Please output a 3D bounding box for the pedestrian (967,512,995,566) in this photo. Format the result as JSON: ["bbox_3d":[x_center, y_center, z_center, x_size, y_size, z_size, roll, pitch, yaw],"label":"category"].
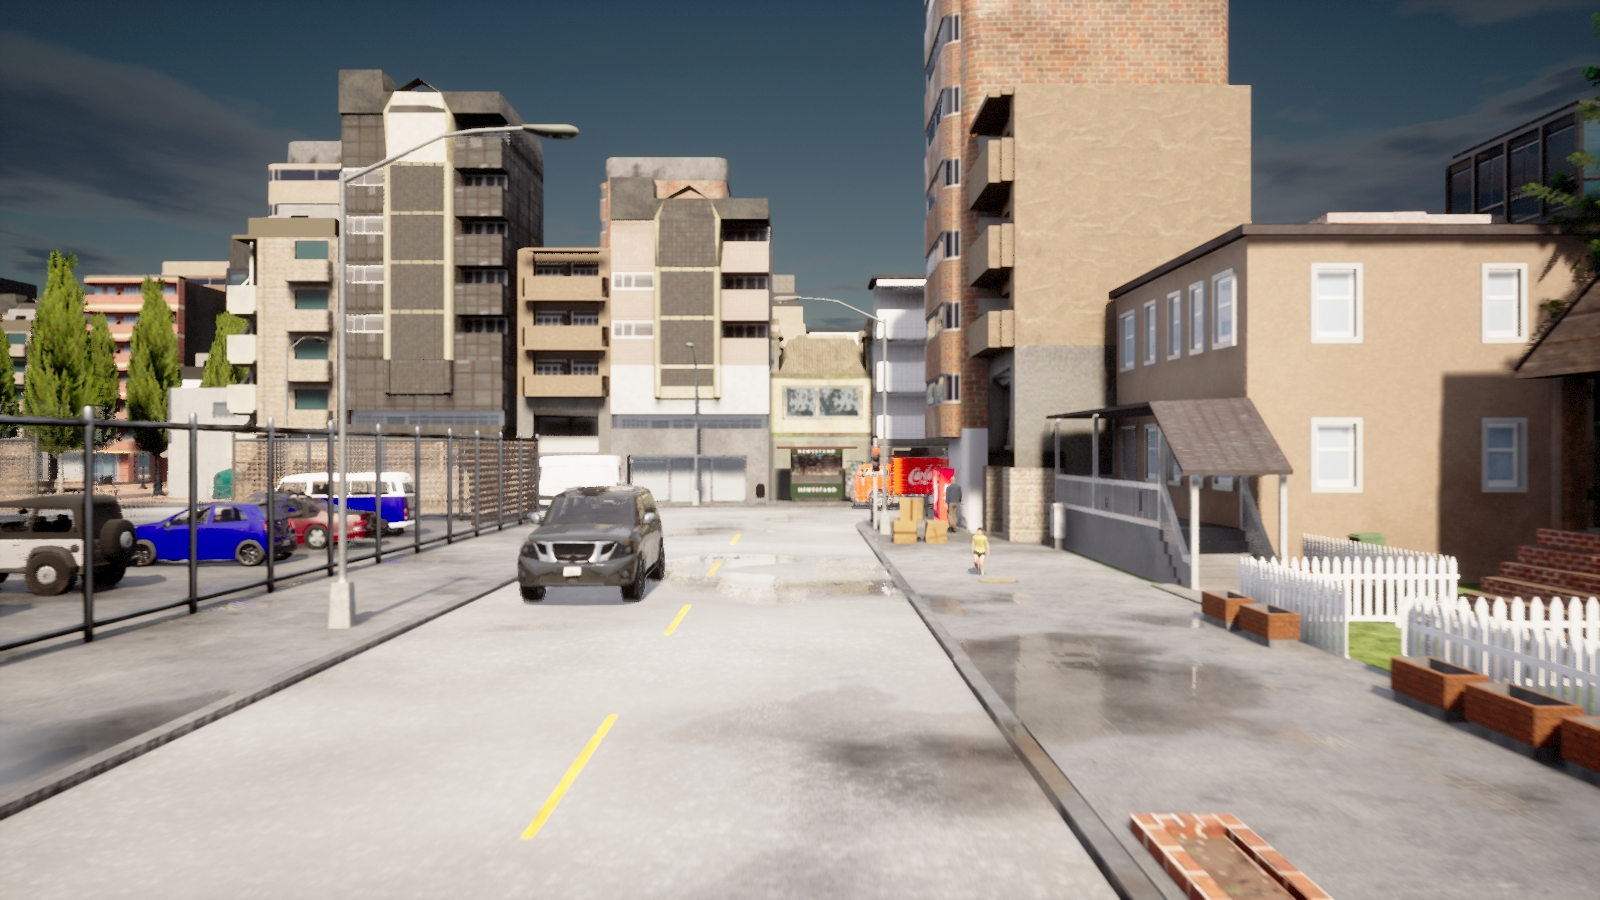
[{"bbox_3d":[3.879,1.905,24.482,0.500,1.100,0.500,0,0,23],"label":"pedestrian"}]

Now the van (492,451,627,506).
[{"bbox_3d":[-11.248,1.314,53.713,5.915,2.561,1.988,0,0,0],"label":"van"}]

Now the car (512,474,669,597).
[{"bbox_3d":[-4.009,1.559,22.895,2.150,2.045,5.566,0,0,0],"label":"car"}]

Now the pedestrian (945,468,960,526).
[{"bbox_3d":[4.957,1.516,37.067,0.375,1.860,0.375,0,0,-10],"label":"pedestrian"}]

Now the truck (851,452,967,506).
[{"bbox_3d":[5.082,1.348,53.736,5.204,2.467,2.627,0,0,0],"label":"truck"}]
